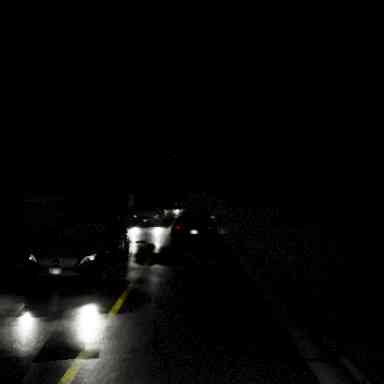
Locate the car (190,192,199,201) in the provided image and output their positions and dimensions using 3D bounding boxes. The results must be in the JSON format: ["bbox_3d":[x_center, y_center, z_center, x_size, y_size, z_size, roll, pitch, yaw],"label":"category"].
[{"bbox_3d":[0.661,1.174,86.186,2.150,2.045,5.566,0,0,0],"label":"car"}]

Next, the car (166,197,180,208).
[{"bbox_3d":[-2.669,1.453,44.328,1.882,1.535,5.008,0,0,0],"label":"car"}]

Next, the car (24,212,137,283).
[{"bbox_3d":[-3.037,1.508,9.777,1.812,1.442,4.674,0,0,1],"label":"car"}]

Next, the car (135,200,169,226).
[{"bbox_3d":[-2.911,1.507,23.186,1.812,1.442,4.674,0,0,1],"label":"car"}]

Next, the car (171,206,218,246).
[{"bbox_3d":[0.104,1.570,15.270,1.994,1.385,4.181,0,0,0],"label":"car"}]
